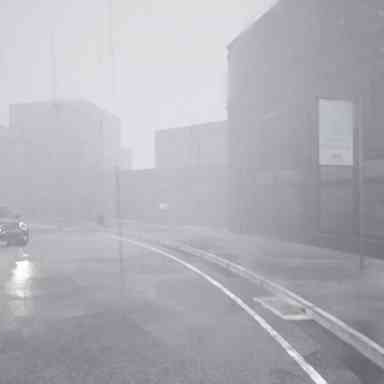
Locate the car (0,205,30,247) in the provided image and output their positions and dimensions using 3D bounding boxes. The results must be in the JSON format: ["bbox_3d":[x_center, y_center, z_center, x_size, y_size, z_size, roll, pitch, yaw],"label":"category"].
[{"bbox_3d":[-8.592,1.352,14.213,2.097,1.767,4.553,1,-1,-42],"label":"car"}]
